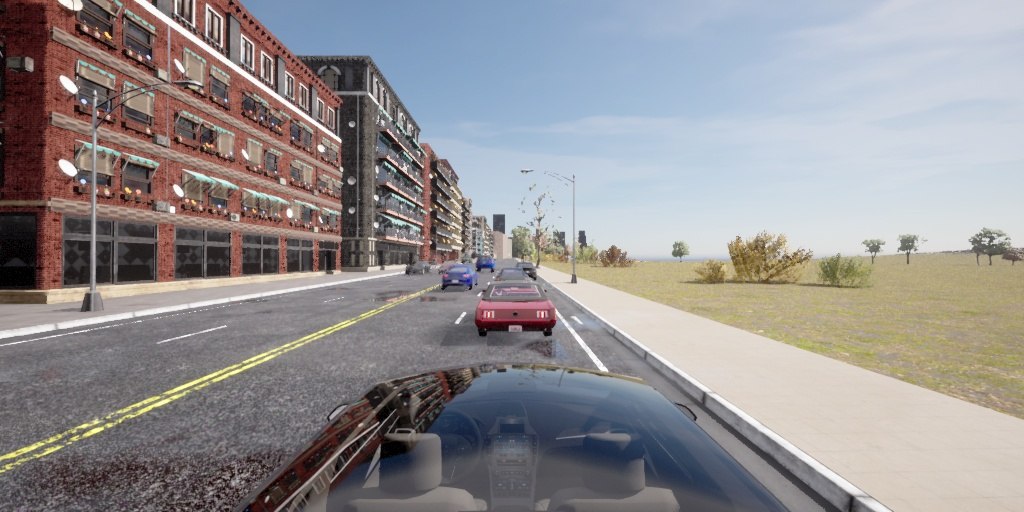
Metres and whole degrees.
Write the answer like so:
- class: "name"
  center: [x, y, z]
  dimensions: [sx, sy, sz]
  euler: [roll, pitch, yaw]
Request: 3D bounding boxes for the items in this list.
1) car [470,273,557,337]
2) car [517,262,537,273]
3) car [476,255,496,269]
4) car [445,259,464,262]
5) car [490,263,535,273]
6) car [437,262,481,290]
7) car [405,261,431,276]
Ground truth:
- class: "car"
  center: [0.077, 1.352, 10.311]
  dimensions: [1.895, 1.301, 4.718]
  euler: [0, 0, 0]
- class: "car"
  center: [1.059, 1.259, 30.335]
  dimensions: [1.837, 1.490, 4.892]
  euler: [0, 0, 0]
- class: "car"
  center: [-3.269, 0.964, 44.969]
  dimensions: [2.150, 2.045, 5.566]
  euler: [0, -1, 0]
- class: "car"
  center: [-6.704, 1.279, 38.711]
  dimensions: [1.812, 1.442, 4.674]
  euler: [0, 0, 0]
- class: "car"
  center: [0.040, 1.317, 20.341]
  dimensions: [1.994, 1.385, 4.181]
  euler: [0, 0, 0]
- class: "car"
  center: [-3.207, 1.279, 22.514]
  dimensions: [1.812, 1.442, 4.674]
  euler: [0, 0, 0]
- class: "car"
  center: [-9.952, 1.258, 38.212]
  dimensions: [1.837, 1.490, 4.892]
  euler: [0, 0, 0]
